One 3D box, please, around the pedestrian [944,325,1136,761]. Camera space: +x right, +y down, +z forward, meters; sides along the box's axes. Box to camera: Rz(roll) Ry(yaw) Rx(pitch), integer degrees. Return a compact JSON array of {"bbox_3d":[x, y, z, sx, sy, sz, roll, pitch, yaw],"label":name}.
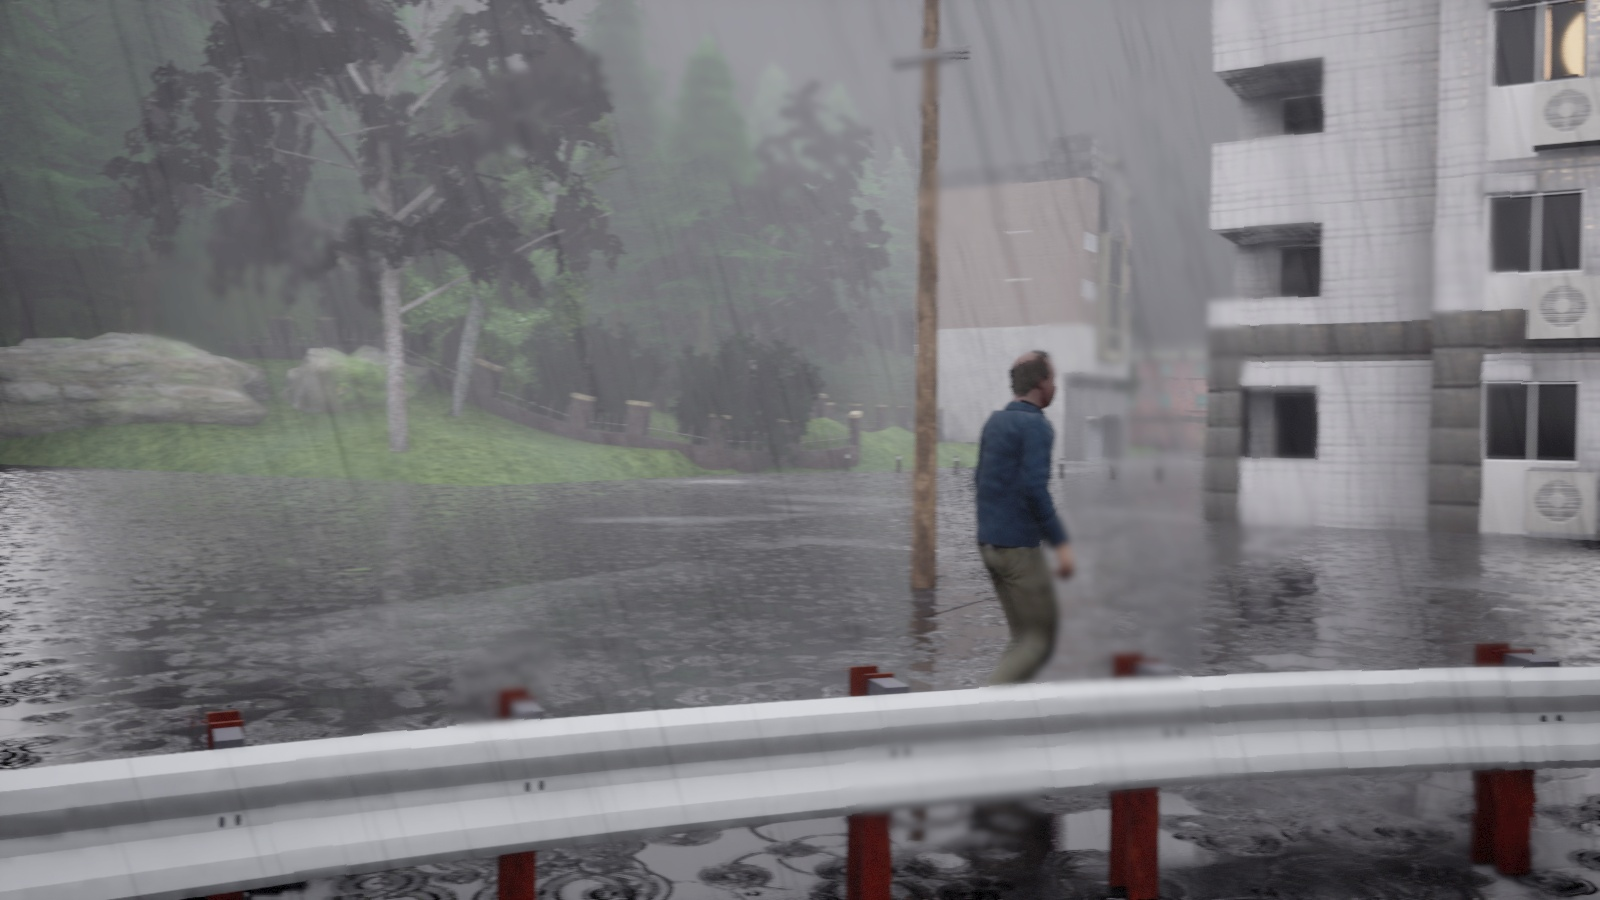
[{"bbox_3d":[1.069,0.388,5.609,0.726,1.842,0.402,-1,1,-19],"label":"pedestrian"}]
